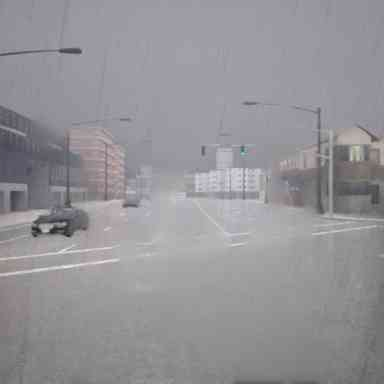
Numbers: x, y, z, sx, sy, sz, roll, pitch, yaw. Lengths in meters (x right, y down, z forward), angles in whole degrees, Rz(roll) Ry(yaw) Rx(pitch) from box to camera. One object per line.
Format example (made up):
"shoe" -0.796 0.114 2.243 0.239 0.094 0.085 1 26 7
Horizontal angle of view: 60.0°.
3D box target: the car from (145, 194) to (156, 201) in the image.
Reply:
"car" -8.508 1.067 68.704 2.128 1.511 4.902 0 0 -2

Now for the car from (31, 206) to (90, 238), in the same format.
"car" -6.930 1.546 18.010 2.128 1.511 4.902 0 0 -2

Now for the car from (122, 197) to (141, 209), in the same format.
"car" -7.706 1.415 42.980 2.033 1.411 5.357 0 1 -2
